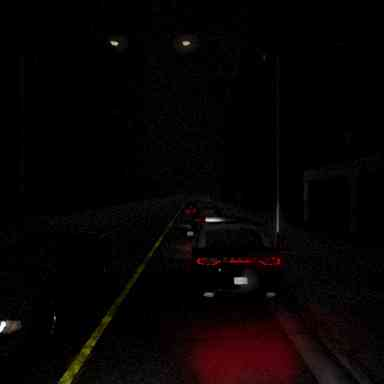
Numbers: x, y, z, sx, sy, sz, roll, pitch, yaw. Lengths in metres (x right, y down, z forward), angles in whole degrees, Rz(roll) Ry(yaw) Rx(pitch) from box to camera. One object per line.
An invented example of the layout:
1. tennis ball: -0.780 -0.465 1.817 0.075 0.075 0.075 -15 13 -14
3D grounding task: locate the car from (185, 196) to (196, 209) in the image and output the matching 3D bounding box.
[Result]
1. car: 0.006 1.633 45.997 1.895 1.301 4.718 0 0 1

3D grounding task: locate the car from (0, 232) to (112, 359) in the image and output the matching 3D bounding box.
1. car: -3.003 1.549 6.597 2.033 1.411 5.357 0 0 0

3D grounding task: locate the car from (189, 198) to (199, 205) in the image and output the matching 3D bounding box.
1. car: 0.894 1.490 24.590 1.882 1.535 5.008 0 0 0

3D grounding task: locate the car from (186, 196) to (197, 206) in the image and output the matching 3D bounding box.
1. car: -0.014 1.520 58.725 1.882 1.535 5.008 0 0 0

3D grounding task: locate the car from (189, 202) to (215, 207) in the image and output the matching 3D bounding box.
1. car: 0.896 1.534 18.590 1.812 1.442 4.674 0 0 0

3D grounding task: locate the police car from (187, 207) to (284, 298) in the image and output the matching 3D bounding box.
1. police car: 0.898 1.428 8.699 1.930 1.638 5.238 0 0 0
